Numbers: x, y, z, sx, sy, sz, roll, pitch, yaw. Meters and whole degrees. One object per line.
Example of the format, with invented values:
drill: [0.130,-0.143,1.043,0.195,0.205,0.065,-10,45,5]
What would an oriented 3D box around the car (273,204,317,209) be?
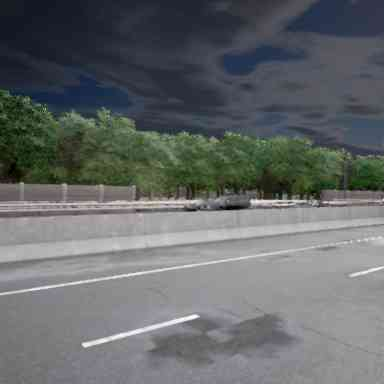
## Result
car: [9.095,1.720,27.660,4.181,1.385,1.994,1,0,-35]

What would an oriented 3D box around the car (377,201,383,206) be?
car: [34.403,2.144,58.464,4.718,1.301,1.895,1,0,-35]

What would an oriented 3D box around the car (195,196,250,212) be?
car: [3.398,1.361,32.196,5.566,2.045,2.150,1,0,-35]

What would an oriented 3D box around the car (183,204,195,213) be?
car: [1.391,1.617,35.064,5.008,1.535,1.882,1,0,-35]

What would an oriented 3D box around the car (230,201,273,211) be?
car: [5.986,1.746,29.743,4.718,1.301,1.895,1,0,-35]
